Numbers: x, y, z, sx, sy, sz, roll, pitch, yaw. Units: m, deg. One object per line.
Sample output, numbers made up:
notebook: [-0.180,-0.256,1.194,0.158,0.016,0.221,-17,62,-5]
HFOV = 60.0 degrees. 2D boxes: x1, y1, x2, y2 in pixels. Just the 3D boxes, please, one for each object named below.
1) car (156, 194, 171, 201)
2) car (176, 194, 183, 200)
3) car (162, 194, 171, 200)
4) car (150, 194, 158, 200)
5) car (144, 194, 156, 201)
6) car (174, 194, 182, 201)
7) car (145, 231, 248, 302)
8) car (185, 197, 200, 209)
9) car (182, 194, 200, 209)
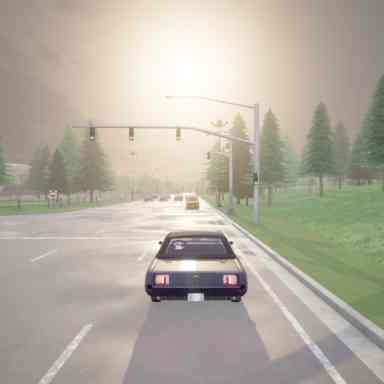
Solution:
car: [-6.857,1.531,80.491,2.033,1.411,5.357,0,0,0]
car: [-3.338,1.357,90.904,1.812,1.442,4.674,0,0,0]
car: [-6.838,1.372,90.911,2.033,1.411,5.357,0,0,0]
car: [-10.338,1.332,90.917,1.837,1.490,4.892,0,0,0]
car: [-10.357,1.531,80.497,2.033,1.411,5.357,0,0,0]
car: [-3.356,1.545,80.901,1.994,1.385,4.181,0,0,0]
car: [0.094,1.601,8.191,1.895,1.301,4.718,0,0,0]
car: [0.069,1.576,49.859,2.033,1.411,5.357,-1,1,0]
car: [-0.024,1.077,46.415,1.882,1.535,5.008,-3,17,-2]
